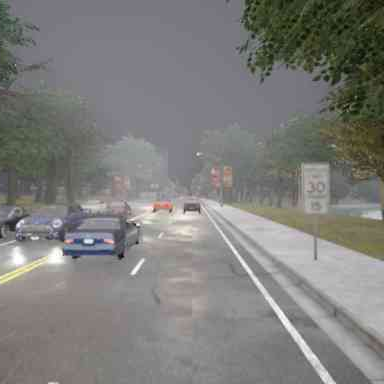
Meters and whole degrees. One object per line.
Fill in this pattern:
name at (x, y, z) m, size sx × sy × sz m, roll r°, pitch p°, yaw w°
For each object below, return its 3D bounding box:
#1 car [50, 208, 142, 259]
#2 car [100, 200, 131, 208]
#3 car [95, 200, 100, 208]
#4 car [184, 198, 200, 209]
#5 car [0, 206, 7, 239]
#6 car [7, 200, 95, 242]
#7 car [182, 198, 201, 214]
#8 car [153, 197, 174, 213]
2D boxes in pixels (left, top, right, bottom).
car at (-3.152, 1.552, 12.646) m, size 2.033 × 1.411 × 5.357 m, roll 0°, pitch 0°, yaw 0°
car at (-6.586, 1.551, 29.956) m, size 1.812 × 1.442 × 4.674 m, roll 0°, pitch 0°, yaw -1°
car at (-9.816, 1.557, 33.501) m, size 1.812 × 1.442 × 4.674 m, roll 0°, pitch 0°, yaw 0°
car at (0.001, 1.617, 47.130) m, size 2.033 × 1.411 × 5.357 m, roll 0°, pitch 0°, yaw 0°
car at (-9.845, 1.501, 17.479) m, size 2.128 × 1.511 × 4.902 m, roll 0°, pitch 0°, yaw 0°
car at (-6.598, 1.360, 16.220) m, size 2.097 × 1.767 × 4.553 m, roll 0°, pitch 0°, yaw 0°
car at (-0.005, 1.515, 35.884) m, size 1.882 × 1.535 × 5.008 m, roll 0°, pitch 0°, yaw 0°
car at (-3.234, 1.394, 38.432) m, size 2.097 × 1.767 × 4.553 m, roll 0°, pitch 0°, yaw 0°
